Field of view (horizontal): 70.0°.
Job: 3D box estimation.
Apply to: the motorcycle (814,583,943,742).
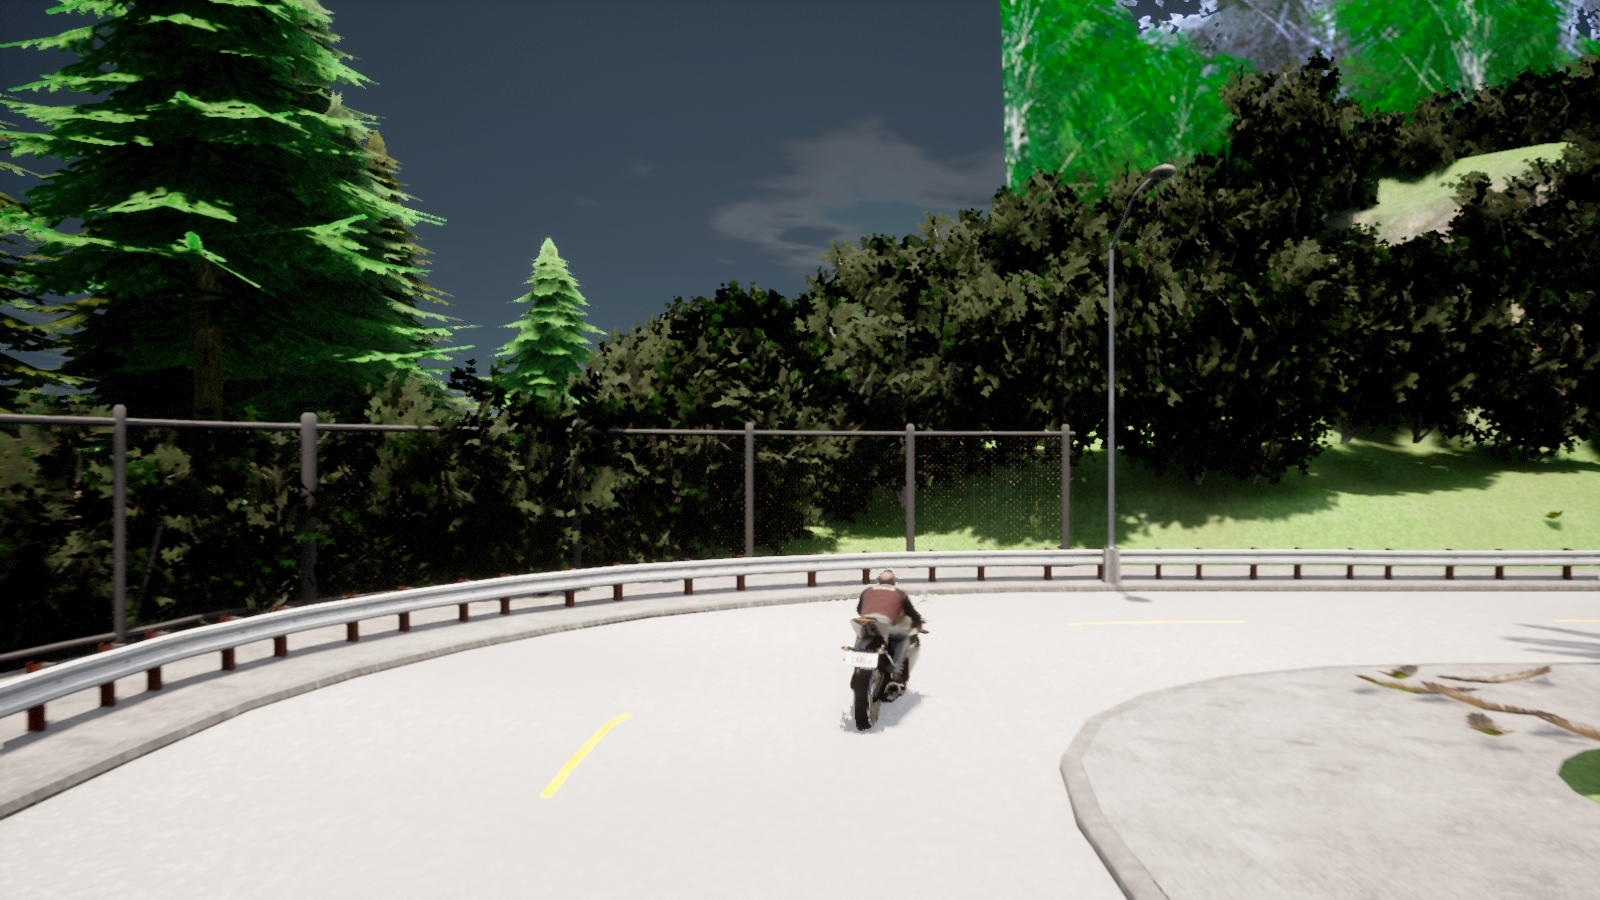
[{"bbox_3d":[0.897,2.205,12.291,0.867,1.251,2.209,2,1,17],"label":"motorcycle"}]
